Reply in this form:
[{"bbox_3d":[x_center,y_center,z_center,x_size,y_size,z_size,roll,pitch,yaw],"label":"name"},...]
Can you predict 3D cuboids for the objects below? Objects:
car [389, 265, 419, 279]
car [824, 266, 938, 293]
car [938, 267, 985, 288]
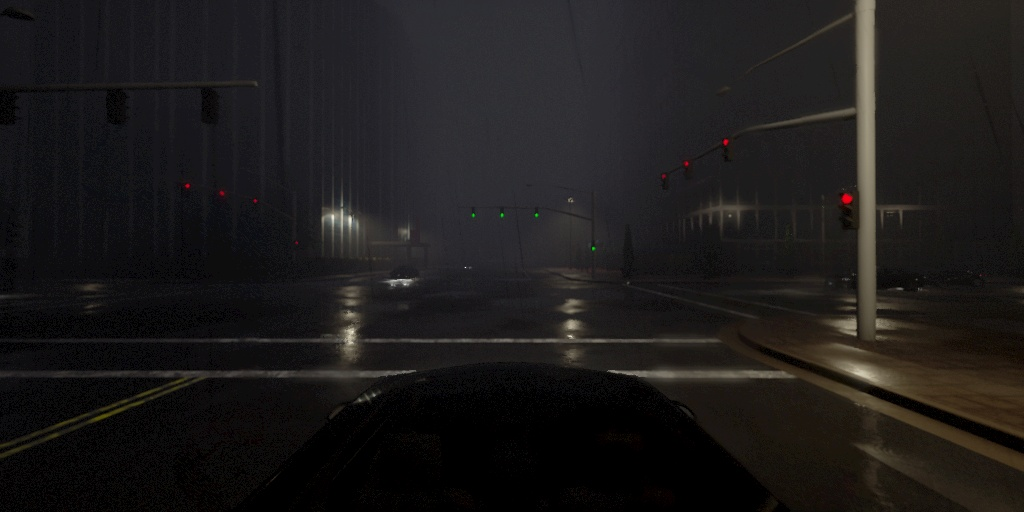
[{"bbox_3d":[-10.481,1.573,35.171,1.994,1.385,4.181,0,0,0],"label":"car"},{"bbox_3d":[21.356,1.355,21.246,4.902,1.511,2.128,0,0,1],"label":"car"},{"bbox_3d":[29.426,1.447,24.657,4.181,1.385,1.994,0,0,1],"label":"car"}]
